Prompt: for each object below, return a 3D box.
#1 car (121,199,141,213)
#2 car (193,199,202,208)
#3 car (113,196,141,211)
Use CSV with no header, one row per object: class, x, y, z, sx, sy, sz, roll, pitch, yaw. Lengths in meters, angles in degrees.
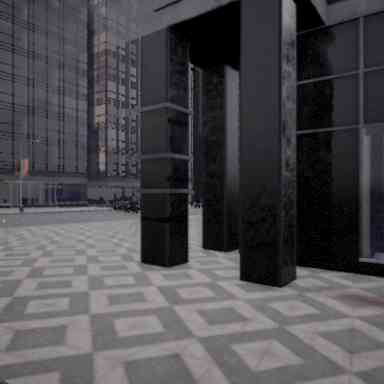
car,-6.192,1.900,41.945,1.895,1.301,4.718,0,-1,36
car,1.999,1.984,58.691,2.128,1.511,4.902,0,-1,36
car,-8.058,1.535,44.898,2.150,2.045,5.566,0,-1,36
